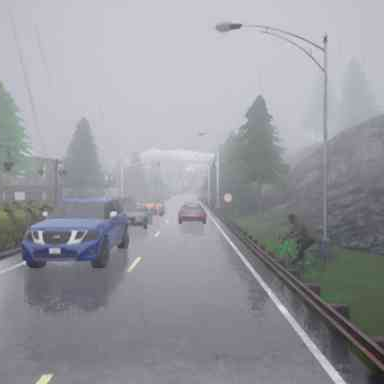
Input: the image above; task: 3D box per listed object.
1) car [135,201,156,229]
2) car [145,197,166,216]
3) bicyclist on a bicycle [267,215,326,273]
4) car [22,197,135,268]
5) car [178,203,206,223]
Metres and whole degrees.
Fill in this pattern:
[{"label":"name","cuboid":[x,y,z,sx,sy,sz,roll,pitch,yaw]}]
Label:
[{"label":"car","cuboid":[-3.663,1.528,21.197,1.994,1.385,4.181,0,0,0]},{"label":"car","cuboid":[-3.668,1.300,31.118,2.097,1.767,4.553,0,0,0]},{"label":"bicyclist on a bicycle","cuboid":[2.903,1.460,9.194,1.656,1.620,0.582,3,-1,-1]},{"label":"car","cuboid":[-3.638,1.203,11.532,2.150,2.045,5.566,0,0,0]},{"label":"car","cuboid":[0.016,1.522,24.948,1.994,1.385,4.181,0,0,0]}]
